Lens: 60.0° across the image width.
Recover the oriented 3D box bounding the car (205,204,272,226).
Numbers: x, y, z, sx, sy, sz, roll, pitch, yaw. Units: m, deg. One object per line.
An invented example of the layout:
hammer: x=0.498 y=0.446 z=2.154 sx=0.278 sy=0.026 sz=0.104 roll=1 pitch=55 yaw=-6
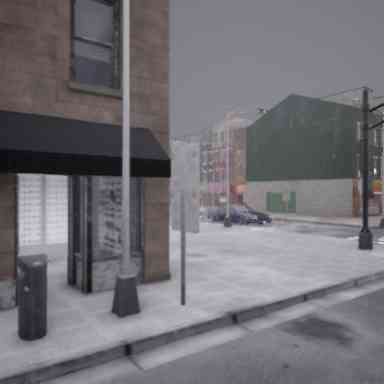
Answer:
car: x=3.168 y=1.585 z=23.826 sx=2.033 sy=1.411 sz=5.357 roll=0 pitch=0 yaw=-36
